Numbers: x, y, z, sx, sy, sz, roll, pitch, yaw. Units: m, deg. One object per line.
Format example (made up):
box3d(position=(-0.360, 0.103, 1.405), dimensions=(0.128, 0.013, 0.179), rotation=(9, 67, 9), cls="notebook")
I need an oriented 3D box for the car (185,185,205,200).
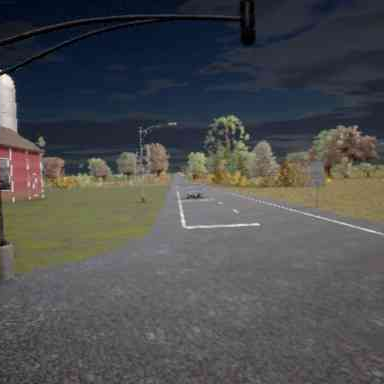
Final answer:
box3d(position=(0.258, -0.010, 36.758), dimensions=(1.837, 1.490, 4.892), rotation=(-2, 3, -3), cls="car")
